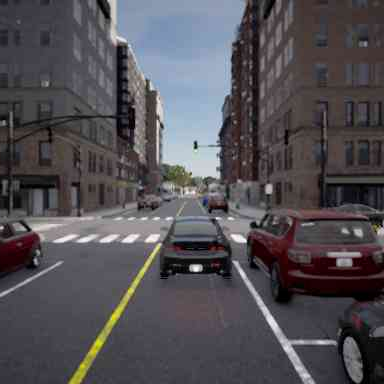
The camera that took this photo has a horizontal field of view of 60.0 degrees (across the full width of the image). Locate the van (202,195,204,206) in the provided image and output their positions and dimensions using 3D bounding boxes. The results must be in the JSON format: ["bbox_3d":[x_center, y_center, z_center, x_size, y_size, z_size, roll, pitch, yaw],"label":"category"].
[{"bbox_3d":[2.689,1.242,46.211,1.690,1.788,3.998,0,0,0],"label":"van"}]

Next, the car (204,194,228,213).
[{"bbox_3d":[2.698,1.240,35.204,2.192,1.841,5.009,0,0,0],"label":"car"}]

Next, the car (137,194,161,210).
[{"bbox_3d":[-5.421,1.228,40.706,2.192,1.841,5.009,0,0,0],"label":"car"}]

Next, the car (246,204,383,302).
[{"bbox_3d":[2.637,1.298,8.148,2.192,1.841,5.009,0,0,0],"label":"car"}]

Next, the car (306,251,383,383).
[{"bbox_3d":[2.638,1.545,2.466,2.008,1.369,4.403,0,0,0],"label":"car"}]

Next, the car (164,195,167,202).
[{"bbox_3d":[-5.418,1.440,51.714,2.008,1.369,4.403,0,0,0],"label":"car"}]

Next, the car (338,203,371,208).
[{"bbox_3d":[9.694,1.433,19.896,4.892,1.490,1.837,0,-1,-4],"label":"car"}]

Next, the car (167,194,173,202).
[{"bbox_3d":[-5.412,1.397,68.225,1.887,1.381,4.507,0,0,0],"label":"car"}]

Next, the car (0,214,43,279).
[{"bbox_3d":[-5.388,1.422,8.147,1.967,1.590,4.097,0,0,0],"label":"car"}]

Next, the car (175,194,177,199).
[{"bbox_3d":[-5.409,1.379,79.232,2.008,1.369,4.403,0,0,0],"label":"car"}]

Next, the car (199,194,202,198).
[{"bbox_3d":[2.684,1.204,51.715,2.192,1.841,5.009,0,0,0],"label":"car"}]

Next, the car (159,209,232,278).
[{"bbox_3d":[0.095,1.484,10.024,1.837,1.490,4.892,0,0,0],"label":"car"}]

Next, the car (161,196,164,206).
[{"bbox_3d":[-5.420,1.467,46.210,1.947,1.339,4.313,0,0,0],"label":"car"}]

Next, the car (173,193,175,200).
[{"bbox_3d":[-5.410,1.385,73.728,1.887,1.381,4.507,0,0,0],"label":"car"}]
